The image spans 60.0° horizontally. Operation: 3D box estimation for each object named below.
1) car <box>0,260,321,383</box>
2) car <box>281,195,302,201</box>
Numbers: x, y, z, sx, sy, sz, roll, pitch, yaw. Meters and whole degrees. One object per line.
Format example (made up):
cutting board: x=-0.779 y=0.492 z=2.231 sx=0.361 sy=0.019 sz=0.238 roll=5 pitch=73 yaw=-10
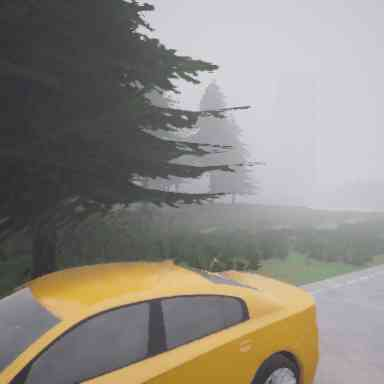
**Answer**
car: x=-0.926 y=1.477 z=2.964 sx=5.008 sy=1.535 sz=1.882 roll=0 pitch=0 yaw=-35
car: x=15.659 y=1.316 z=52.623 sx=3.988 sy=1.617 sz=1.851 roll=0 pitch=0 yaw=-36
